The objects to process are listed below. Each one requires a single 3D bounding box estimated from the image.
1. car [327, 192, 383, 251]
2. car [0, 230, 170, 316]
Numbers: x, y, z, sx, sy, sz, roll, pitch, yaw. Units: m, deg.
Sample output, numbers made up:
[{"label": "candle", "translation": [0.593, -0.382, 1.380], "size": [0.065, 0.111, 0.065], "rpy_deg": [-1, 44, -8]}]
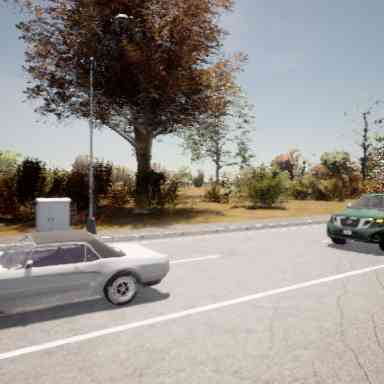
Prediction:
[{"label": "car", "translation": [7.808, 1.054, 13.352], "size": [5.566, 2.045, 2.150], "rpy_deg": [-1, 1, -34]}, {"label": "car", "translation": [-2.893, 1.452, 6.258], "size": [4.718, 1.301, 1.895], "rpy_deg": [0, 1, -31]}]
